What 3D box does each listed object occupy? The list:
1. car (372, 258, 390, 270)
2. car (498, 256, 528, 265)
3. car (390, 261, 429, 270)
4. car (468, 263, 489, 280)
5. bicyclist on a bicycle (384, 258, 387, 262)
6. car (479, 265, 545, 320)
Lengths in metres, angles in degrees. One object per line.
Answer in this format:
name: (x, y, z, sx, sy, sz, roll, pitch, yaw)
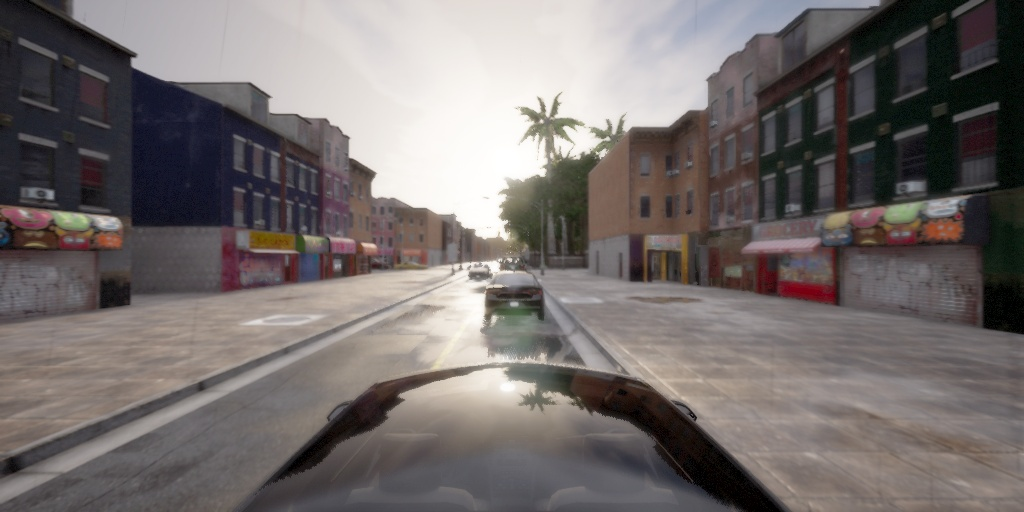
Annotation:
car: (-20.064, 1.204, 51.552, 5.009, 1.841, 2.192, 0, 0, 0)
car: (0.084, 1.014, 29.479, 2.150, 2.045, 5.566, 0, 0, 1)
car: (-14.442, 1.401, 51.559, 4.829, 1.417, 1.751, 0, 0, 0)
car: (-2.838, 1.349, 32.777, 2.033, 1.411, 5.357, 0, 0, 0)
bicyclist on a bicycle: (-20.147, 1.210, 57.200, 0.582, 1.620, 1.656, 0, 0, 0)
car: (0.081, 1.243, 12.783, 1.882, 1.535, 5.008, 0, 0, 0)
